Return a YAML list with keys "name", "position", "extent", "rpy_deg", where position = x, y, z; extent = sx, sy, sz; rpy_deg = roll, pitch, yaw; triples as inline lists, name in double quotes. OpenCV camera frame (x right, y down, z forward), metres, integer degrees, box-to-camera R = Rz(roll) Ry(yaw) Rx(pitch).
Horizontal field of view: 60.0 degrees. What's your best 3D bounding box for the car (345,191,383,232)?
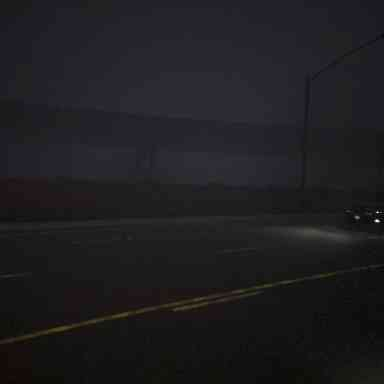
- name: "car"
  position: [10.872, 0.960, 17.896]
  extent: [5.566, 2.045, 2.150]
  rpy_deg: [1, 2, -24]
